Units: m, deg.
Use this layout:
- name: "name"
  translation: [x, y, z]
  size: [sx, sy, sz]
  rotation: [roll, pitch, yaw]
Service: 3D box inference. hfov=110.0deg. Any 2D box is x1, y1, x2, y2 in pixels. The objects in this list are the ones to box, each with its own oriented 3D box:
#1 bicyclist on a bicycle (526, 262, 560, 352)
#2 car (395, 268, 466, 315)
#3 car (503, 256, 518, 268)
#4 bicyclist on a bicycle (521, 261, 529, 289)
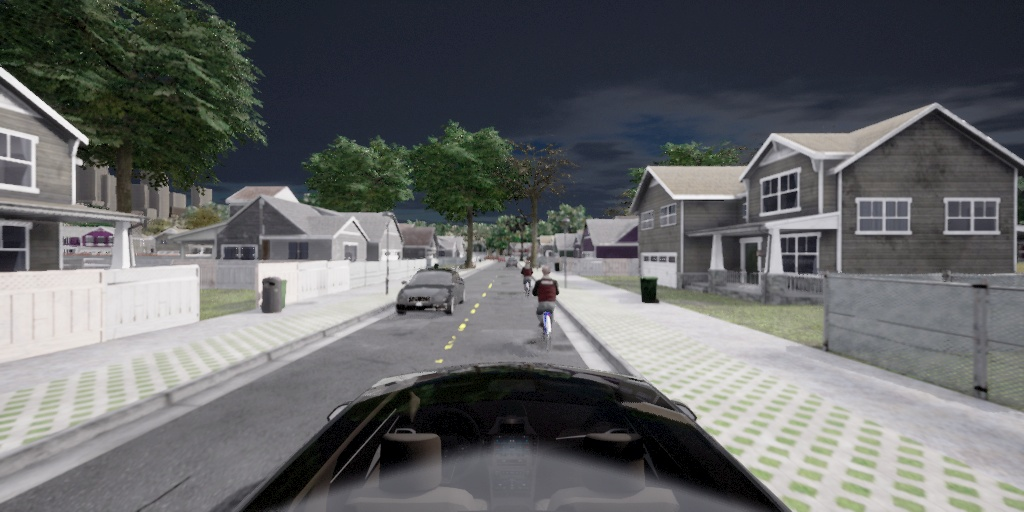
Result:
- name: "bicyclist on a bicycle"
  translation: [0.745, 1.113, 8.005]
  size: [0.659, 1.776, 1.843]
  rotation: [0, 0, 0]
- name: "car"
  translation: [-2.877, 1.240, 13.509]
  size: [1.837, 1.490, 4.892]
  rotation: [0, 0, 0]
- name: "car"
  translation: [-0.039, 1.176, 59.916]
  size: [2.128, 1.511, 4.902]
  rotation: [0, 0, 0]
- name: "bicyclist on a bicycle"
  translation: [0.722, 1.102, 17.005]
  size: [0.659, 1.776, 1.843]
  rotation: [0, 0, 0]
